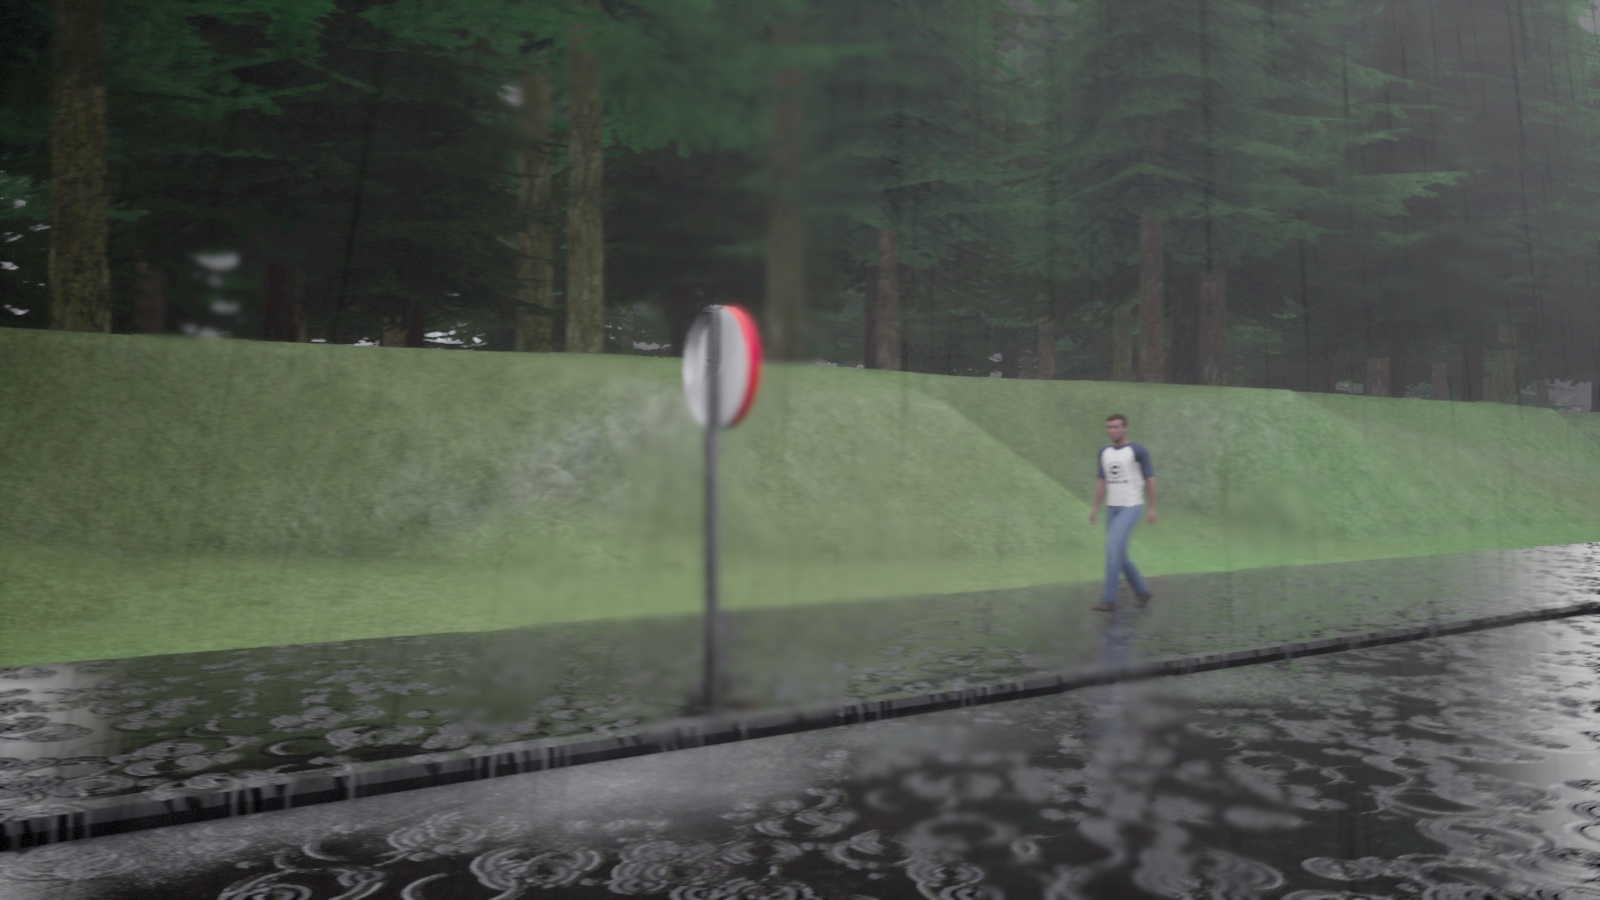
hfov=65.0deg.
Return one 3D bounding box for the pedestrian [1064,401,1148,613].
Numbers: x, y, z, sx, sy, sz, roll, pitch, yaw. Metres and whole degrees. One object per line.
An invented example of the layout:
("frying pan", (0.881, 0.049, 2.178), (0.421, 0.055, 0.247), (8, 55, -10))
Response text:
("pedestrian", (2.734, 0.495, 11.214), (0.706, 1.836, 0.354), (0, 0, -36))
